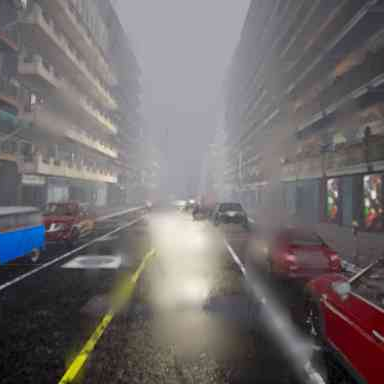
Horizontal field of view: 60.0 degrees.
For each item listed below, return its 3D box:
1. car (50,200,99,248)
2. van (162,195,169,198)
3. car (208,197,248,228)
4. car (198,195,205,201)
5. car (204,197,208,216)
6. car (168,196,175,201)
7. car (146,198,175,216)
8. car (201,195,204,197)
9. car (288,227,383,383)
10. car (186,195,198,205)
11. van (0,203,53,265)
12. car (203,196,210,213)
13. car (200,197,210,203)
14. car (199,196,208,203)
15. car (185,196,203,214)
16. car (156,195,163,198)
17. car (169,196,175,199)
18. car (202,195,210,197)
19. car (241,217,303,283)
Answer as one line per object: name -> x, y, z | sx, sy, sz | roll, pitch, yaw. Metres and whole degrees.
car -> -5.690, 1.327, 15.035 | 2.192, 1.841, 5.009 | 0, 0, 0
van -> -5.686, 1.460, 60.331 | 1.690, 1.788, 3.998 | 0, 0, 0
car -> 2.390, 1.376, 22.270 | 2.097, 1.767, 4.553 | 0, 0, 0
car -> 2.698, 1.703, 94.277 | 1.967, 1.590, 4.097 | 0, 0, 0
car -> 2.693, 1.601, 37.659 | 1.887, 1.381, 4.507 | 0, 0, 0
car -> -5.682, 1.787, 94.132 | 1.752, 1.417, 4.829 | 0, 0, 0
car -> -3.088, 1.611, 33.098 | 1.994, 1.385, 4.181 | 0, 0, 0
car -> 2.695, 1.455, 65.968 | 2.192, 1.841, 5.009 | 0, 0, 0
car -> 2.690, 1.441, 3.689 | 1.967, 1.590, 4.097 | 0, 0, 0
car -> 0.010, 1.471, 60.551 | 2.097, 1.767, 4.553 | 0, 0, 0
van -> -5.689, 1.345, 9.375 | 1.690, 1.788, 3.998 | 0, 0, 0
car -> 2.694, 1.613, 43.325 | 1.887, 1.381, 4.507 | 0, 0, 0
car -> 2.696, 1.713, 71.629 | 2.008, 1.369, 4.403 | 0, 0, 0
car -> 2.697, 1.736, 77.291 | 2.008, 1.369, 4.403 | 0, 0, 0
car -> 0.025, 1.615, 43.001 | 2.033, 1.411, 5.357 | 0, 0, 1
car -> -5.686, 1.607, 48.837 | 1.752, 1.417, 4.829 | 0, 0, 0
car -> -5.684, 1.626, 77.316 | 1.967, 1.590, 4.097 | 0, 0, 0
car -> 2.694, 1.608, 49.153 | 1.752, 1.417, 4.829 | 0, 0, 0
car -> 2.691, 1.586, 9.353 | 1.802, 1.307, 4.206 | 0, 0, 0
